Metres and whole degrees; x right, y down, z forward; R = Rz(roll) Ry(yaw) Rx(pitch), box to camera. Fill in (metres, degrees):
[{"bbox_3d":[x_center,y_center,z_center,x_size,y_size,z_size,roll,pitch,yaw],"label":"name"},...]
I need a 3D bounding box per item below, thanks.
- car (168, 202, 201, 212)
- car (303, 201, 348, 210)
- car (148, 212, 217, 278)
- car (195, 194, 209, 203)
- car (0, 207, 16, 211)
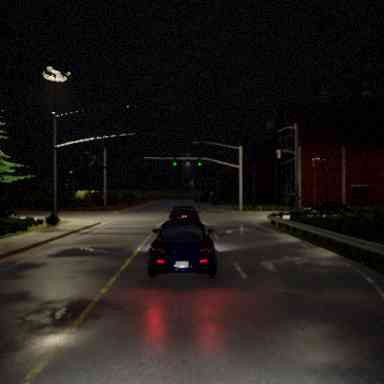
[{"bbox_3d":[-0.496,1.622,21.101,1.837,1.490,4.892,0,0,-1],"label":"car"},{"bbox_3d":[14.193,1.700,35.277,4.674,1.442,1.812,0,0,-1],"label":"car"},{"bbox_3d":[-0.277,1.583,10.265,1.812,1.442,4.674,0,0,-1],"label":"car"},{"bbox_3d":[2.429,1.577,81.269,1.905,1.878,3.866,-8,3,-43],"label":"car"},{"bbox_3d":[-19.613,1.805,31.553,5.357,1.411,2.033,0,0,0],"label":"car"}]
